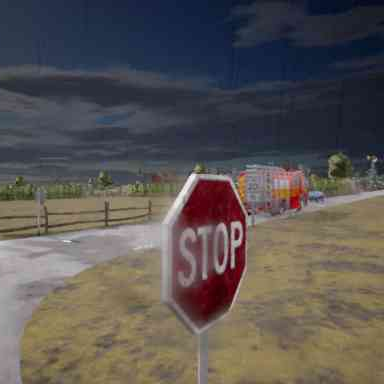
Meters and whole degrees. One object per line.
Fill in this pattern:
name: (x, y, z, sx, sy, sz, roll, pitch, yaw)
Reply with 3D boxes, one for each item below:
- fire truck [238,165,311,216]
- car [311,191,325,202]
fire truck: (6.934, -0.126, 27.469, 2.891, 3.827, 8.468, 0, 1, 35)
car: (17.391, 0.617, 47.268, 1.882, 1.535, 5.008, 0, 1, 35)
